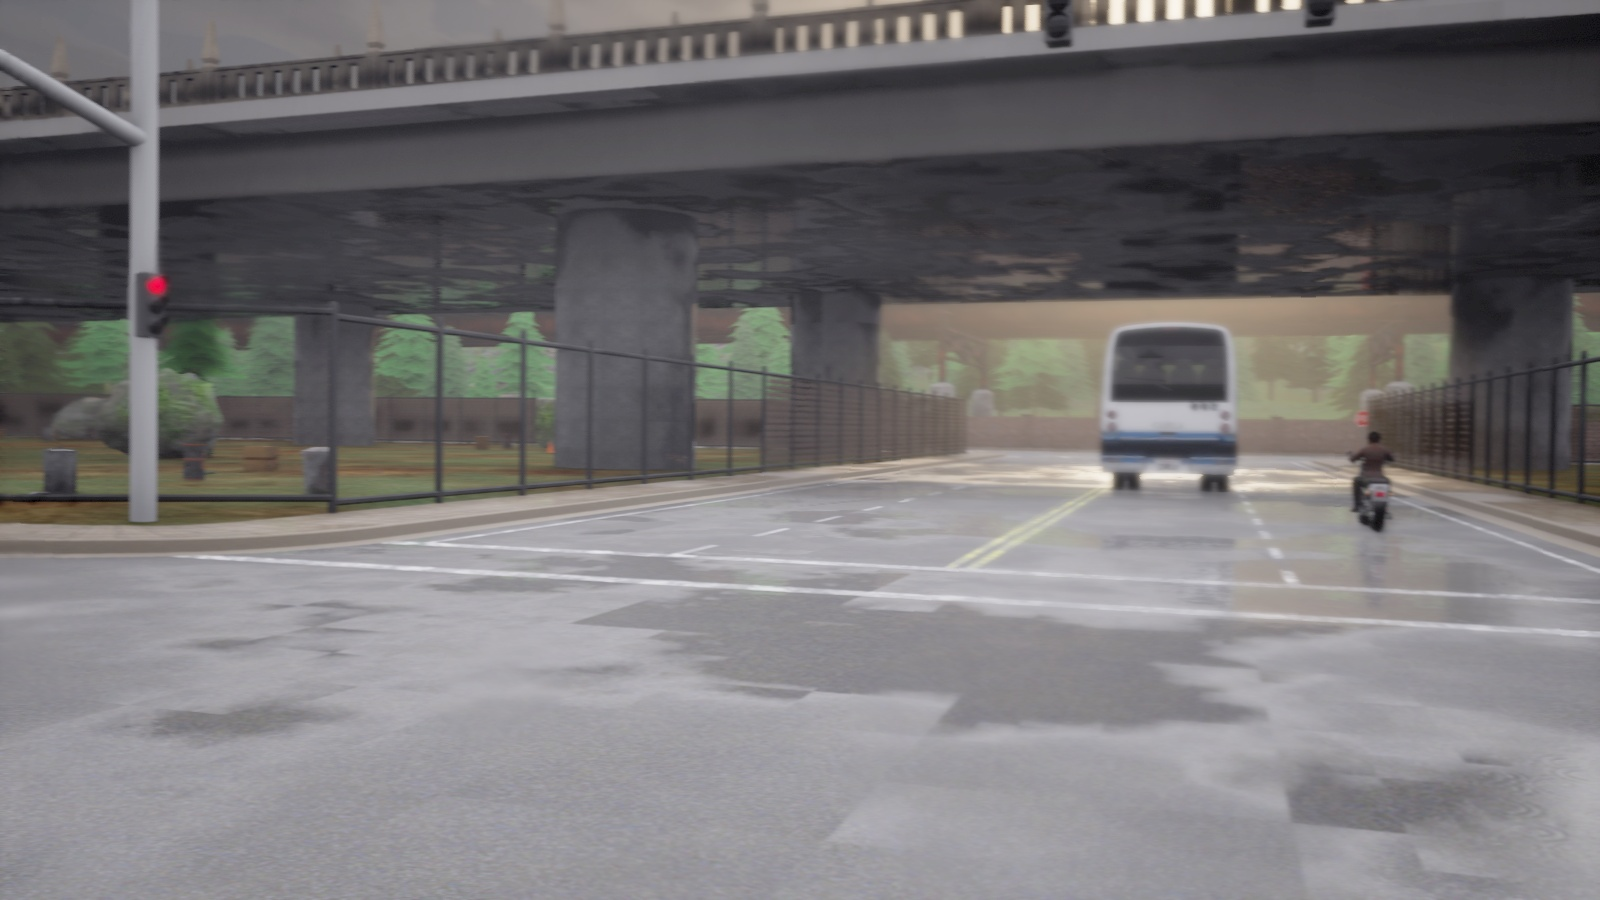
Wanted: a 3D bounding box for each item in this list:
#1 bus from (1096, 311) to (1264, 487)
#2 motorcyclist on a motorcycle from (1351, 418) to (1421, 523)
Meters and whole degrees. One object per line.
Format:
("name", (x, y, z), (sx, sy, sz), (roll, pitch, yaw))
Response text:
("bus", (10.939, -1.319, 35.871), (3.944, 4.253, 10.273), (0, 1, 18))
("motorcyclist on a motorcycle", (9.727, 0.298, 20.916), (0.766, 1.649, 2.350), (0, 1, 18))
